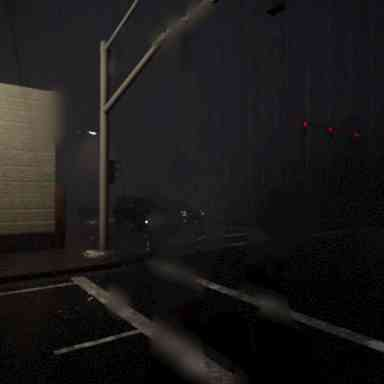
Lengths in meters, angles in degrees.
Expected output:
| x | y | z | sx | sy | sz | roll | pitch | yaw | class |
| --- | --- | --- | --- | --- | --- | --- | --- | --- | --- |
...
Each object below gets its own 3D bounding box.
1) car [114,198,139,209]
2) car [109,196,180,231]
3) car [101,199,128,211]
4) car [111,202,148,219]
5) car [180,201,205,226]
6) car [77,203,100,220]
| x | y | z | sx | sy | sz | roll | pitch | yaw | class |
| --- | --- | --- | --- | --- | --- | --- | --- | --- | --- |
| -9.797 | 1.680 | 49.470 | 1.837 | 1.490 | 4.892 | 0 | 0 | -37 | car |
| -3.391 | 1.335 | 22.131 | 2.150 | 2.045 | 5.566 | 0 | 0 | -36 | car |
| -10.426 | 1.680 | 44.281 | 1.812 | 1.442 | 4.674 | 0 | 0 | -36 | car |
| -6.046 | 1.698 | 31.871 | 1.994 | 1.385 | 4.181 | 0 | 0 | -35 | car |
| -1.025 | 1.485 | 24.844 | 2.097 | 1.767 | 4.553 | 0 | 0 | -36 | car |
| -8.860 | 1.677 | 29.794 | 1.994 | 1.385 | 4.181 | 0 | 0 | -35 | car |
